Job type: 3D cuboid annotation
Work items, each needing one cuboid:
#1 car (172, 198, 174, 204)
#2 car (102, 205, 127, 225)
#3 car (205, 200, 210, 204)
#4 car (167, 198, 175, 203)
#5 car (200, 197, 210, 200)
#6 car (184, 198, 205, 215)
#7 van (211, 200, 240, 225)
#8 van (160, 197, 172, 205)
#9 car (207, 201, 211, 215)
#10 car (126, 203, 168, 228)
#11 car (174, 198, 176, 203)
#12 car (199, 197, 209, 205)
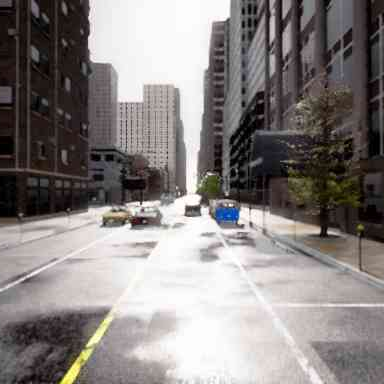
[{"bbox_3d":[-5.704,2.086,75.240,1.967,1.590,4.097,0,-1,0],"label":"car"},{"bbox_3d":[-5.694,1.725,25.835,1.752,1.417,4.829,0,0,0],"label":"car"},{"bbox_3d":[2.683,1.875,37.333,1.802,1.307,4.206,0,0,0],"label":"car"},{"bbox_3d":[-5.707,2.362,91.810,2.008,1.369,4.403,0,-1,0],"label":"car"},{"bbox_3d":[2.676,1.907,69.722,2.192,1.841,5.009,0,-1,0],"label":"car"},{"bbox_3d":[0.113,1.789,37.996,2.128,1.511,4.902,0,-1,0],"label":"car"},{"bbox_3d":[2.686,1.542,26.008,1.690,1.788,3.998,0,0,0],"label":"van"},{"bbox_3d":[-5.703,1.933,69.717,1.690,1.788,3.998,0,-1,0],"label":"van"},{"bbox_3d":[2.684,1.773,31.841,1.752,1.417,4.829,0,0,0],"label":"car"},{"bbox_3d":[-3.090,1.747,23.662,1.994,1.385,4.181,0,0,0],"label":"car"},{"bbox_3d":[-5.706,2.195,86.289,1.967,1.590,4.097,0,-1,0],"label":"car"},{"bbox_3d":[2.675,1.960,75.245,2.192,1.841,5.009,0,-1,0],"label":"car"}]
